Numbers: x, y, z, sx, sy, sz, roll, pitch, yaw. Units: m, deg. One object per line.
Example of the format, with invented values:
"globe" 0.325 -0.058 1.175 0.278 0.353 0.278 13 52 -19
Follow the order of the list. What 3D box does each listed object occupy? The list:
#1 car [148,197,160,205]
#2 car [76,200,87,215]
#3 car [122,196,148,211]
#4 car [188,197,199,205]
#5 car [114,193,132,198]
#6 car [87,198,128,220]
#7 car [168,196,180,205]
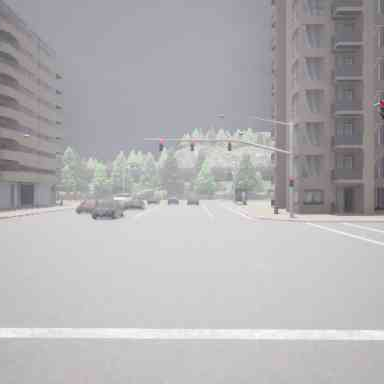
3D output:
"car" -6.871 1.547 60.108 2.033 1.411 5.357 0 0 0
"car" -10.521 1.526 34.595 1.812 1.442 4.674 0 0 0
"car" -6.999 1.564 41.104 1.994 1.385 4.181 0 0 0
"car" 0.228 1.564 58.392 1.994 1.385 4.181 0 0 0
"car" -10.457 1.221 50.447 2.150 2.045 5.566 0 0 4
"car" -7.035 1.506 28.204 1.837 1.490 4.892 0 0 0
"car" -3.369 1.526 60.049 1.812 1.442 4.674 0 0 0
